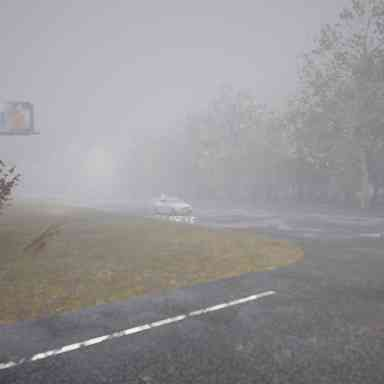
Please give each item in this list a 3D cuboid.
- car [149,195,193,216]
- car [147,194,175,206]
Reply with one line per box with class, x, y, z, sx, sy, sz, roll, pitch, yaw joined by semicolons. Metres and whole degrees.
car;-1.785;1.234;29.565;1.812;1.442;4.674;-1;1;-34
car;-4.266;1.078;45.625;1.812;1.442;4.674;-1;1;-34
